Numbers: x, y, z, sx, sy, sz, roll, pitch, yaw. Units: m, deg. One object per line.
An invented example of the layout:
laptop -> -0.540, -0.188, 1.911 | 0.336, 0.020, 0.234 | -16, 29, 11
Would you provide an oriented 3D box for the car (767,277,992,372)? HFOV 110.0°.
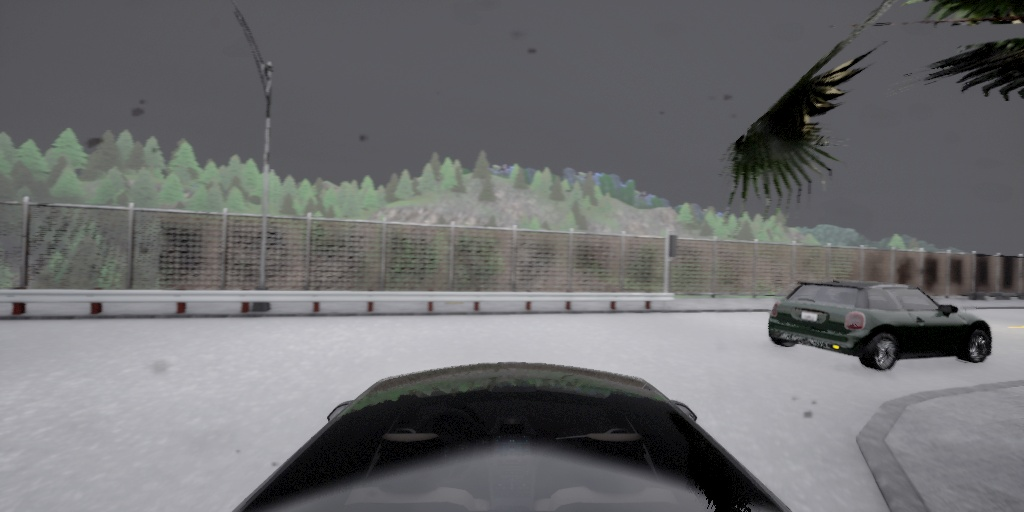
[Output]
car -> 8.399, 1.381, 8.281 | 4.553, 1.767, 2.097 | 2, 0, -16
